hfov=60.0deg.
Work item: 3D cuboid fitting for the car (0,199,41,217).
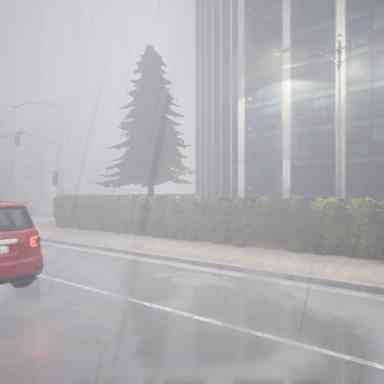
[{"bbox_3d":[-17.041,1.476,31.237,1.882,1.535,5.008,0,0,34],"label":"car"}]

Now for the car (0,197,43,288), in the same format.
[{"bbox_3d":[-5.812,1.221,8.081,5.566,2.045,2.150,0,0,38],"label":"car"}]

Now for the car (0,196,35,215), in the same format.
[{"bbox_3d":[-19.111,1.350,34.516,2.097,1.767,4.553,0,0,36],"label":"car"}]
